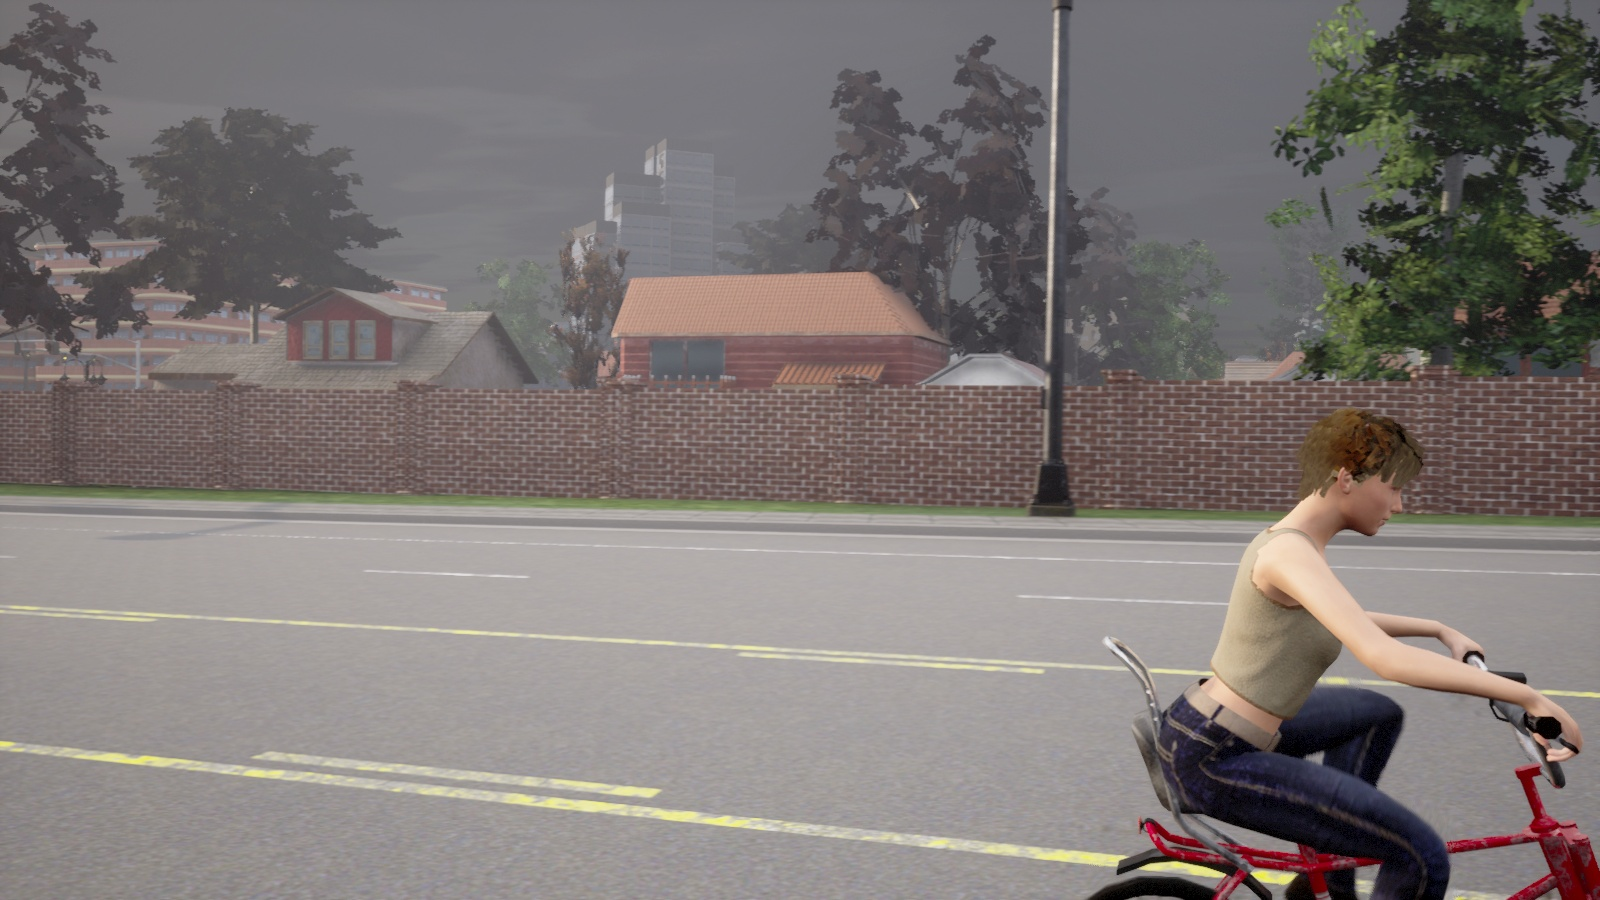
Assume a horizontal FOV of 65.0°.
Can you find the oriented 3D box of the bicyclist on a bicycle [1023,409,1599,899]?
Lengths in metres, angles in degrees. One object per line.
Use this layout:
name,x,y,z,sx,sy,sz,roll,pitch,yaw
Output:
bicyclist on a bicycle,1.310,0.724,2.748,1.509,1.612,0.866,1,1,18
